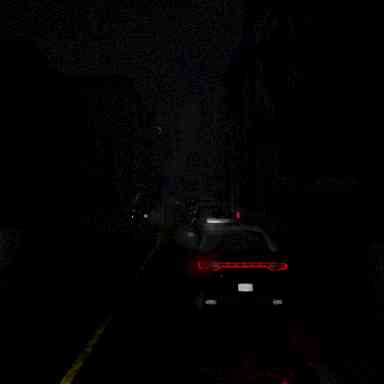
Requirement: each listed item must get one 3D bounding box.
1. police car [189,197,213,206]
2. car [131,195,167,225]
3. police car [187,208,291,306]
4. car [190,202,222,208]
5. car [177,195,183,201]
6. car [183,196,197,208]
[{"bbox_3d":[0.952,1.422,24.262,1.930,1.638,5.238,0,0,0],"label":"police car"},{"bbox_3d":[-3.035,1.218,24.562,2.150,2.045,5.566,0,0,0],"label":"car"},{"bbox_3d":[0.917,1.425,8.262,1.930,1.638,5.238,0,0,0],"label":"police car"},{"bbox_3d":[0.939,1.503,18.152,1.837,1.490,4.892,0,0,0],"label":"car"},{"bbox_3d":[-2.822,1.478,82.407,1.837,1.490,4.892,0,0,0],"label":"car"},{"bbox_3d":[0.140,1.345,47.927,2.097,1.767,4.553,0,0,1],"label":"car"}]
